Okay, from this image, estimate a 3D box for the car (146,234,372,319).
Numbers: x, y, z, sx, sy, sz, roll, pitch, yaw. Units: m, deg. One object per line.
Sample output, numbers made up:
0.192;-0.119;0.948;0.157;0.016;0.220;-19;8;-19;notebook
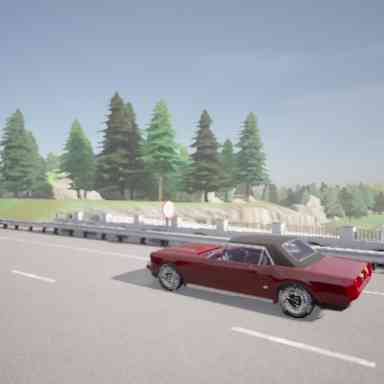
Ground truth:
1.235;1.619;7.409;4.718;1.301;1.895;0;0;35;car
